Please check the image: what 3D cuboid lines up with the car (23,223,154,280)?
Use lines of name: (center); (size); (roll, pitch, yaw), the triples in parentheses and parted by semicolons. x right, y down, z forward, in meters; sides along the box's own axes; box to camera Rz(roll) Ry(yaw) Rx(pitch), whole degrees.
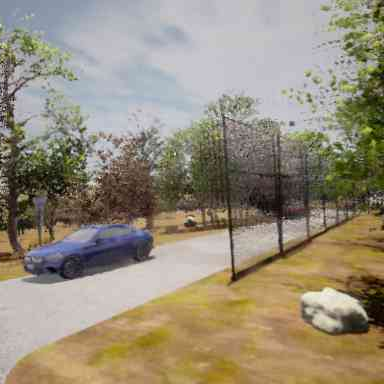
car: (-3.274, 1.854, 11.416); (1.812, 1.442, 4.674); (-4, -2, 36)
